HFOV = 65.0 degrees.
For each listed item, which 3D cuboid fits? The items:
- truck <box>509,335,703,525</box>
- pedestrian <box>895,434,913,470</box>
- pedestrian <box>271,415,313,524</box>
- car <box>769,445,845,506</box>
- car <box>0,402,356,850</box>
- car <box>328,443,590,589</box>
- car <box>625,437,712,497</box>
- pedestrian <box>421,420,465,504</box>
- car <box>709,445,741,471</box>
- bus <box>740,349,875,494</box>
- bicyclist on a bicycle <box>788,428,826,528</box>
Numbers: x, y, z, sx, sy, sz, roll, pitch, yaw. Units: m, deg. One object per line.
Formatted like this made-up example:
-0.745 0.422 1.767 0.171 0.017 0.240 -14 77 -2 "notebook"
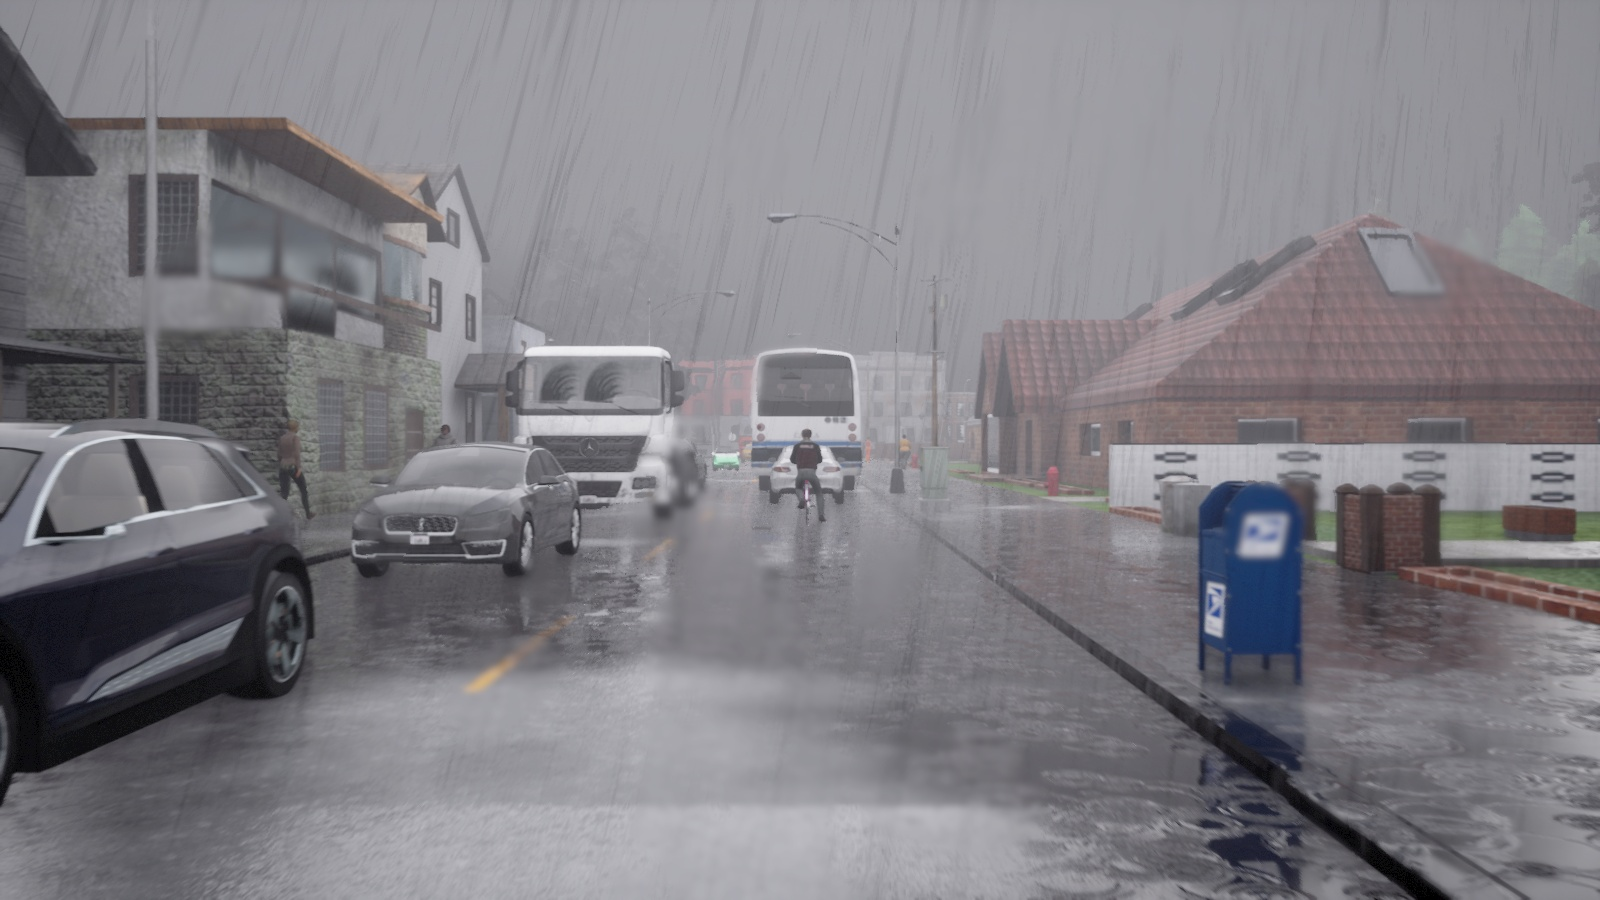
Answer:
-3.846 -0.390 26.887 2.891 3.462 7.936 0 0 0 "truck"
5.325 0.098 64.347 0.874 1.855 0.900 0 0 -1 "pedestrian"
-8.728 0.327 21.590 0.331 1.846 0.634 0 0 17 "pedestrian"
0.177 0.592 32.032 1.812 1.442 4.674 0 0 0 "car"
-3.966 0.640 5.934 2.033 1.649 4.856 0 0 0 "car"
-3.911 0.662 15.325 1.837 1.490 4.892 0 0 0 "car"
-3.798 0.465 37.030 2.033 1.649 4.856 0 0 0 "car"
-8.469 0.281 29.822 0.659 1.952 0.873 0 0 13 "pedestrian"
-3.984 0.423 66.634 1.481 1.376 2.207 0 0 -8 "car"
0.236 -0.866 41.858 3.944 4.253 10.273 0 0 0 "bus"
0.130 0.487 23.166 0.659 1.776 1.843 0 1 0 "bicyclist on a bicycle"
